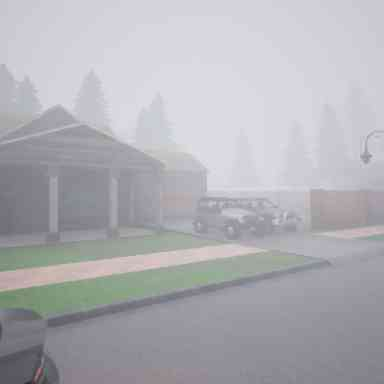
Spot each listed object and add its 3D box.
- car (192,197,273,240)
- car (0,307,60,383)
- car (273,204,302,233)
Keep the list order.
[{"bbox_3d":[1.664,1.176,16.079,1.905,1.878,3.866,0,0,-36],"label":"car"},{"bbox_3d":[-3.272,1.505,1.630,4.892,1.490,1.837,0,0,-36],"label":"car"},{"bbox_3d":[3.474,1.174,17.866,1.932,1.855,4.605,0,0,-36],"label":"car"}]
